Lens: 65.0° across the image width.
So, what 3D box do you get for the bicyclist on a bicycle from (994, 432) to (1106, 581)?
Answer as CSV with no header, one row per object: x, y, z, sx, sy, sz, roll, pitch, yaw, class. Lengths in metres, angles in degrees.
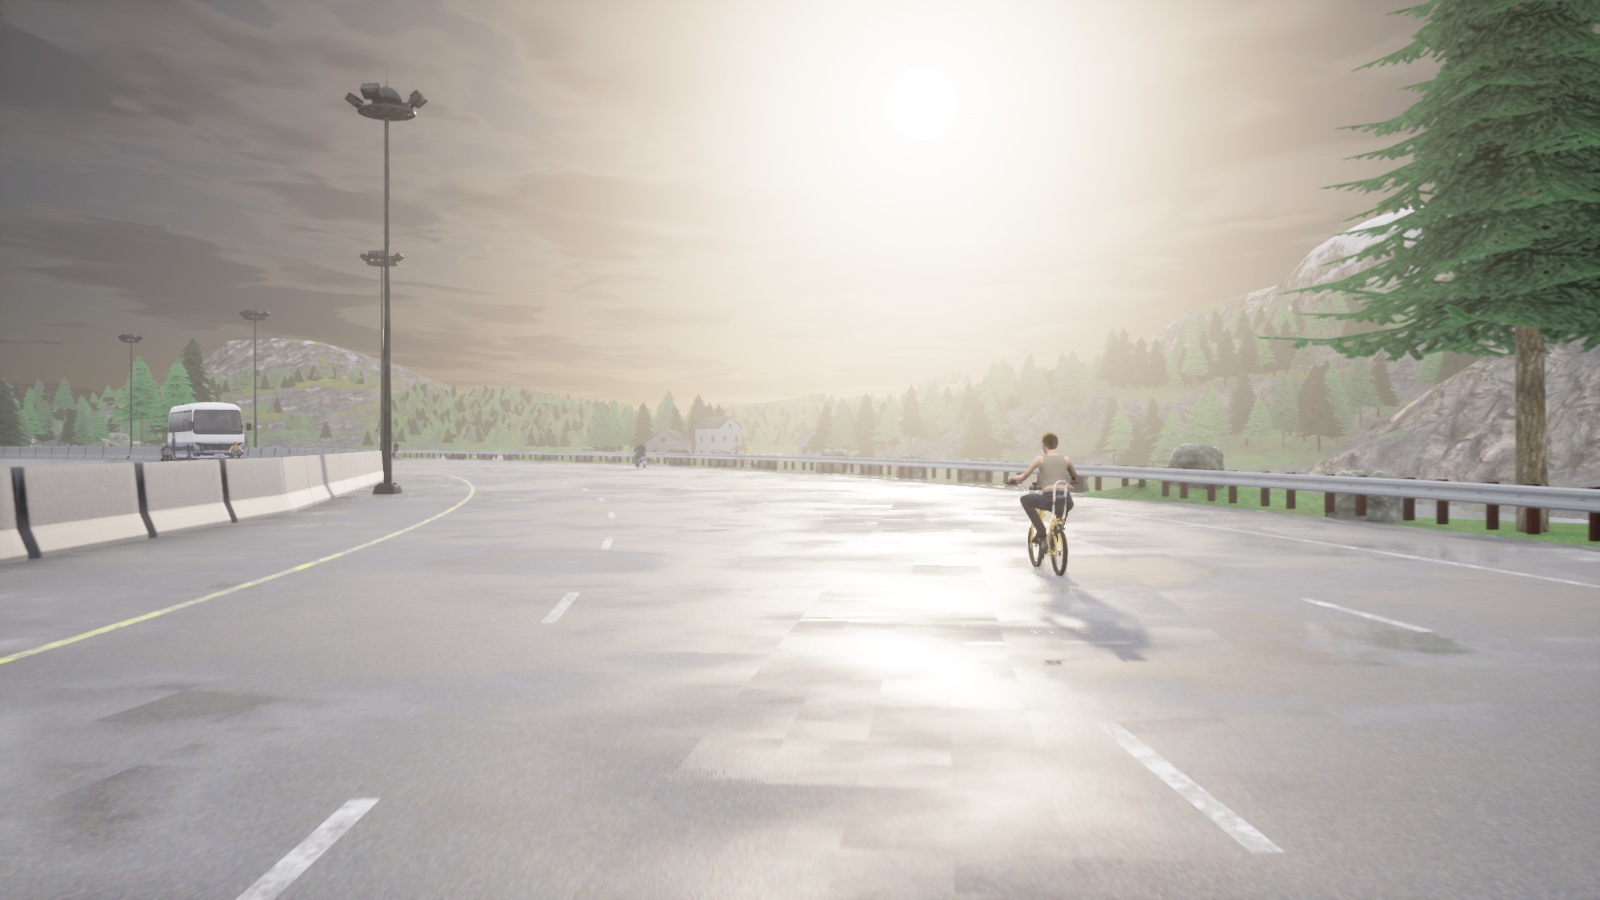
2.817,0.604,14.317,0.866,1.612,1.509,0,0,-5,bicyclist on a bicycle

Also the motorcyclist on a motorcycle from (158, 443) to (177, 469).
-37.085,0.344,73.638,0.866,1.530,2.191,-1,1,-30,motorcyclist on a motorcycle

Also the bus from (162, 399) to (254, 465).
-40.430,-1.136,85.592,3.944,4.253,10.273,0,0,-35,bus
